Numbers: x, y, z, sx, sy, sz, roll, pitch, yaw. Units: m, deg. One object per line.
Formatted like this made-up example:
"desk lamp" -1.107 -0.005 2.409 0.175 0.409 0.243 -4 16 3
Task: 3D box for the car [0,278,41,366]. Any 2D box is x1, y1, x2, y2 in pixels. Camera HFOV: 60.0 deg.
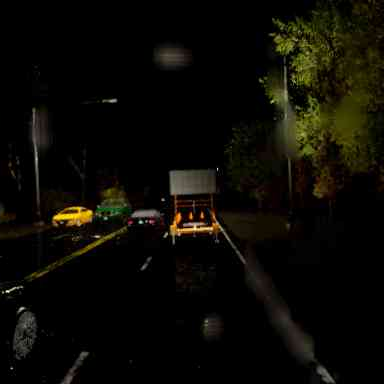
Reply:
"car" -3.113 1.501 2.930 2.128 1.511 4.902 0 0 0

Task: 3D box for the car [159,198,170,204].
"car" -5.548 1.844 68.332 1.994 1.385 4.181 -3 0 1

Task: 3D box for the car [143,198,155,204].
"car" -8.795 1.910 68.391 1.882 1.535 5.008 -3 0 1

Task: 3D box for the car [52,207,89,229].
"car" -9.602 1.999 27.079 1.882 1.535 5.008 -3 0 1

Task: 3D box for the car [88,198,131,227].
"car" -6.365 1.598 27.359 2.150 2.045 5.566 -3 0 1

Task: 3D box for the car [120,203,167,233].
"car" -2.916 1.784 21.598 2.033 1.411 5.357 -3 0 0

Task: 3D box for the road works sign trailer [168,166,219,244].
"road works sign trailer" 0.093 0.554 16.726 2.380 3.560 2.880 -3 0 1
